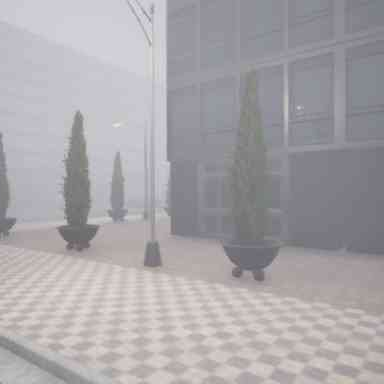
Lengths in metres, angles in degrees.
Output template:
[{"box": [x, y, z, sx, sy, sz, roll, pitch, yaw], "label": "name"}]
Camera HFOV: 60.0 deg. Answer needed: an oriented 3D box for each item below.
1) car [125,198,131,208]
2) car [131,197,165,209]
[{"box": [-8.623, 1.536, 48.846, 1.837, 1.490, 4.892, 0, 0, 36], "label": "car"}, {"box": [-5.805, 1.528, 46.772, 1.837, 1.490, 4.892, 0, 0, 36], "label": "car"}]
